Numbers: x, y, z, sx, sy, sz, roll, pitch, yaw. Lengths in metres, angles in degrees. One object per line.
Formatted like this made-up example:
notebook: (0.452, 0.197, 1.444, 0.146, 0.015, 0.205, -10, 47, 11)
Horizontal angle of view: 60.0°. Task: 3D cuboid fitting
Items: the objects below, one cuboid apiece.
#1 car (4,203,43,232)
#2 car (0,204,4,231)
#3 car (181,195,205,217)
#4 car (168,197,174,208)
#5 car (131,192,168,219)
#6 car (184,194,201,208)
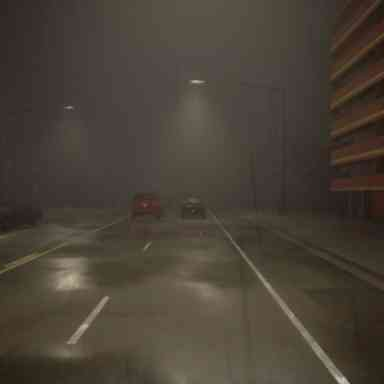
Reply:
car: (-10.542, 1.375, 19.135, 2.033, 1.411, 5.357, 0, 2, 0)
car: (-10.499, 1.357, 14.421, 1.994, 1.385, 4.181, 0, 4, 0)
car: (0.099, 1.238, 27.747, 2.128, 1.511, 4.902, 0, 1, 0)
car: (-3.419, 1.350, 44.115, 1.812, 1.442, 4.674, 0, -1, 0)
car: (-3.400, 0.979, 26.444, 2.150, 2.045, 5.566, 0, 1, 0)
car: (0.080, 1.170, 43.631, 2.097, 1.767, 4.553, 0, -1, 0)
